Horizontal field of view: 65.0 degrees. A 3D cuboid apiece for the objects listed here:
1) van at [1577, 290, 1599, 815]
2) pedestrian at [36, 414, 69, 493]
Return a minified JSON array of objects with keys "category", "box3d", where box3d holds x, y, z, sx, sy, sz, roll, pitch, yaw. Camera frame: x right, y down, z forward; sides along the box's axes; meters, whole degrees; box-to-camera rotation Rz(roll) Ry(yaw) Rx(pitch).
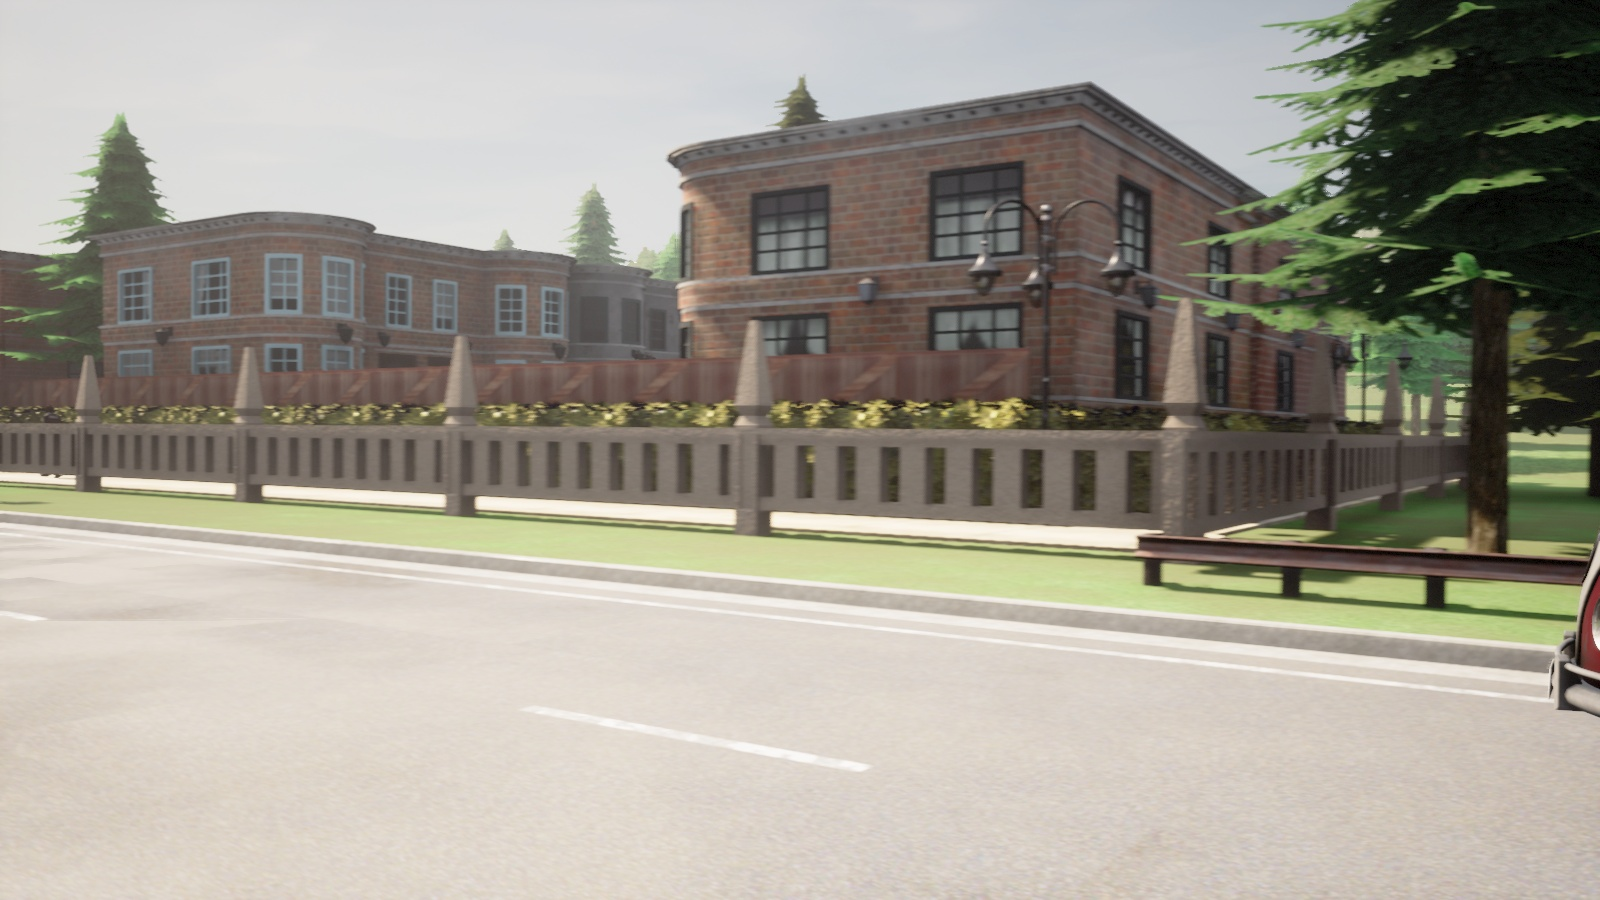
[{"category":"van","box3d":[5.303,0.377,4.297,4.442,1.987,1.775,0,1,34]},{"category":"pedestrian","box3d":[-18.411,0.086,30.929,0.666,1.930,0.402,0,1,34]}]
